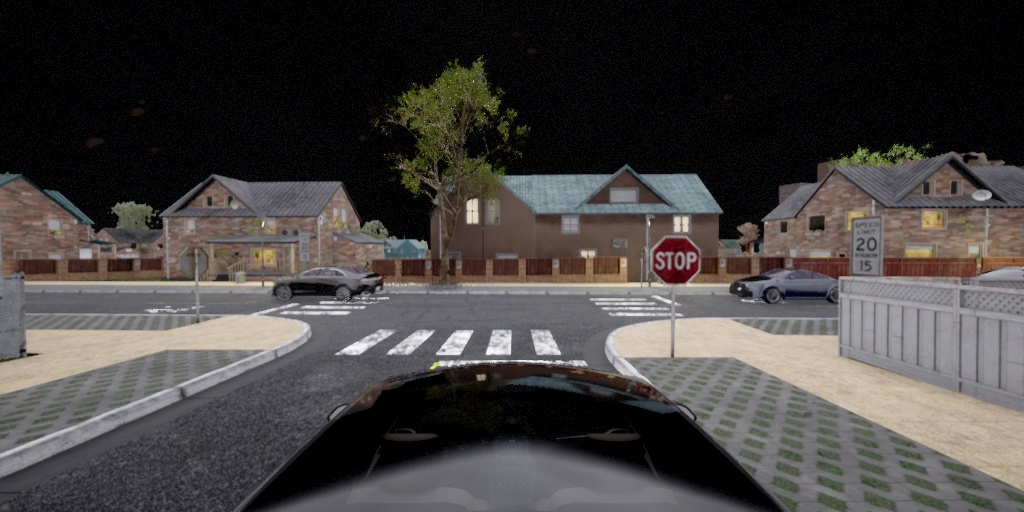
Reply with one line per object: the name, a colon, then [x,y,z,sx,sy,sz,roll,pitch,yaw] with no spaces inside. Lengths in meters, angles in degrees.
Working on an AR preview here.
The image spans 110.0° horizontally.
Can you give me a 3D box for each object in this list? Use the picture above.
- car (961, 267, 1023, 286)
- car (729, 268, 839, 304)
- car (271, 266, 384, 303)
car: [21.528,1.207,15.285,4.674,1.442,1.812,0,1,1]
car: [11.873,1.248,15.546,4.181,1.385,1.994,0,1,1]
car: [-8.223,1.184,16.010,4.902,1.511,2.128,0,1,11]
